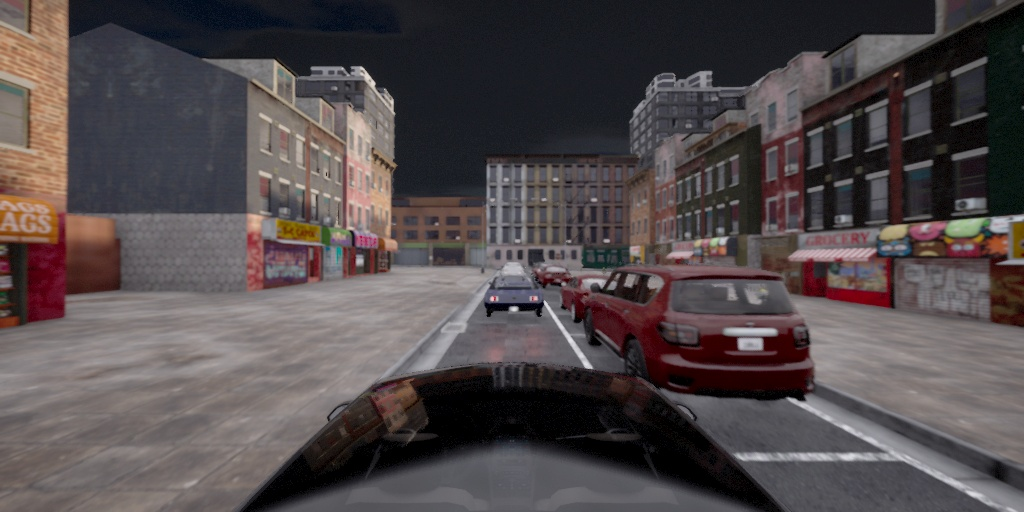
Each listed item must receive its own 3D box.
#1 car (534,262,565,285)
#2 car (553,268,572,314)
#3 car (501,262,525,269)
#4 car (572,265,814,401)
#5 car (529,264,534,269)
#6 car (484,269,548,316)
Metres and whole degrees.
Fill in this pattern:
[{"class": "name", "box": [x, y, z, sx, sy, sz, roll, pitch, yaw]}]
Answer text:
[{"class": "car", "box": [2.647, 1.259, 22.881, 1.888, 1.381, 4.507, 0, 0, 0]}, {"class": "car", "box": [2.643, 1.276, 11.875, 1.888, 1.381, 4.507, 0, 0, 0]}, {"class": "car", "box": [0.079, 1.232, 29.327, 1.812, 1.442, 4.674, 0, 0, 0]}, {"class": "car", "box": [2.641, 1.055, 6.371, 2.192, 1.841, 5.009, 0, 0, 0]}, {"class": "car", "box": [2.649, 1.147, 28.385, 1.967, 1.591, 4.097, 0, 0, 0]}, {"class": "car", "box": [0.065, 1.330, 13.169, 1.895, 1.301, 4.718, 0, 0, 0]}]
